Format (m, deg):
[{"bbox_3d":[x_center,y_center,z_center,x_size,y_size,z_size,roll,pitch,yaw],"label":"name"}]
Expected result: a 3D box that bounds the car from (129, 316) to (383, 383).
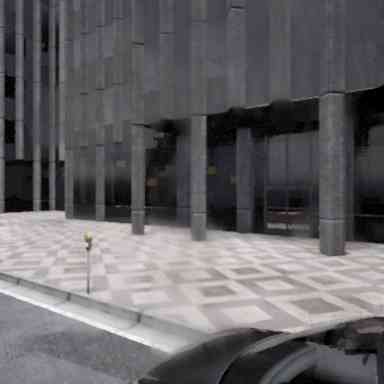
[{"bbox_3d":[1.426,1.566,2.064,4.313,1.339,1.947,0,0,35],"label":"car"}]
